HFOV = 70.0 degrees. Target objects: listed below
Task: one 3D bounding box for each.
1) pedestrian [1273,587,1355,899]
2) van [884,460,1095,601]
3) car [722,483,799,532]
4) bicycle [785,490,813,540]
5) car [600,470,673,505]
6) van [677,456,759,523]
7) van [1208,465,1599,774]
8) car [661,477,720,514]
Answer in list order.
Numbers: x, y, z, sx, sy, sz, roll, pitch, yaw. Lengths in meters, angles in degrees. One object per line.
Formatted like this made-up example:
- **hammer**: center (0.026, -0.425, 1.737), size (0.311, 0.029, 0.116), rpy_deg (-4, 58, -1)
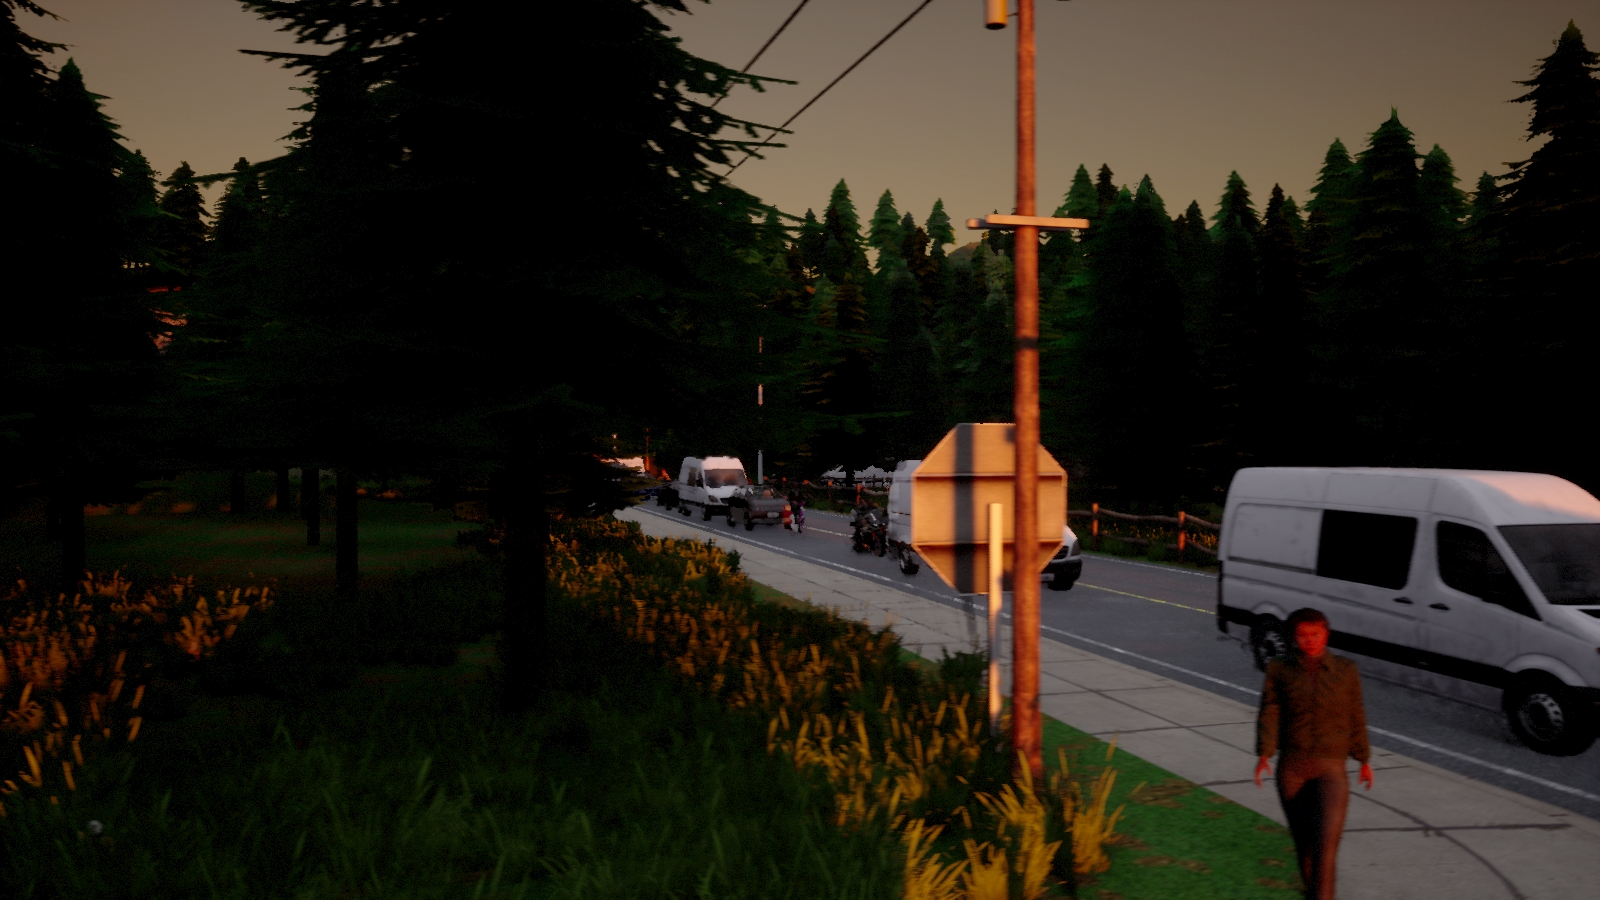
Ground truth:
- **pedestrian**: center (2.757, 1.692, 6.120), size (0.375, 1.860, 0.375), rpy_deg (0, 0, 29)
- **van**: center (3.775, 1.512, 24.198), size (1.988, 2.561, 5.915), rpy_deg (0, 0, -17)
- **car**: center (-1.463, 2.020, 40.839), size (1.789, 1.549, 3.705), rpy_deg (0, 0, -18)
- **bicycle**: center (-0.045, 2.052, 36.370), size (0.329, 1.471, 1.835), rpy_deg (0, 0, -18)
- **car**: center (-8.770, 1.972, 61.131), size (2.242, 1.667, 4.611), rpy_deg (0, 0, -31)
- **van**: center (-3.475, 1.532, 47.088), size (1.988, 2.561, 5.915), rpy_deg (0, 0, -18)
- **van**: center (7.168, 1.504, 12.550), size (1.988, 2.561, 5.915), rpy_deg (0, 0, -16)
- **car**: center (-4.982, 2.038, 51.597), size (1.845, 1.501, 3.633), rpy_deg (0, 0, -19)
